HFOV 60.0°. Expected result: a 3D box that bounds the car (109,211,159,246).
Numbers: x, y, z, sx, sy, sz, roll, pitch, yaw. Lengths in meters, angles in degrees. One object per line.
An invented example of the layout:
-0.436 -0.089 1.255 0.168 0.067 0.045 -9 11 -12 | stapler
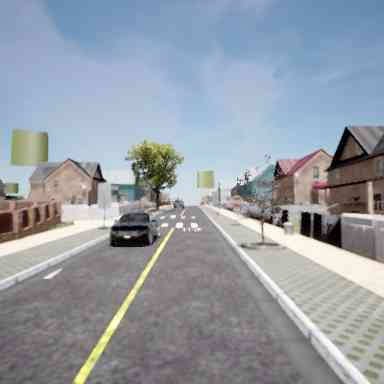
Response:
-2.807 1.747 17.000 1.882 1.535 5.008 0 -1 0 | car

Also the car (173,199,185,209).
-2.755 2.591 69.964 2.150 2.045 5.566 0 -1 0 | car
